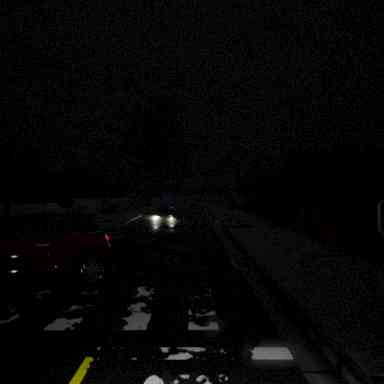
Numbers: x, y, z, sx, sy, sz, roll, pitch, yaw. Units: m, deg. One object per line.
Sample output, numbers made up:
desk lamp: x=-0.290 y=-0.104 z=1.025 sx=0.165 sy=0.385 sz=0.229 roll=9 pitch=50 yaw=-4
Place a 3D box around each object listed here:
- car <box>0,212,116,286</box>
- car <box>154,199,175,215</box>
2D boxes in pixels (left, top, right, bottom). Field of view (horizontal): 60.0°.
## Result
car: x=-4.247 y=1.308 z=7.942 sx=4.553 sy=1.767 sz=2.097 roll=0 pitch=-4 yaw=-29
car: x=-2.786 y=1.490 z=34.330 sx=1.882 sy=1.535 sz=5.008 roll=0 pitch=0 yaw=0
